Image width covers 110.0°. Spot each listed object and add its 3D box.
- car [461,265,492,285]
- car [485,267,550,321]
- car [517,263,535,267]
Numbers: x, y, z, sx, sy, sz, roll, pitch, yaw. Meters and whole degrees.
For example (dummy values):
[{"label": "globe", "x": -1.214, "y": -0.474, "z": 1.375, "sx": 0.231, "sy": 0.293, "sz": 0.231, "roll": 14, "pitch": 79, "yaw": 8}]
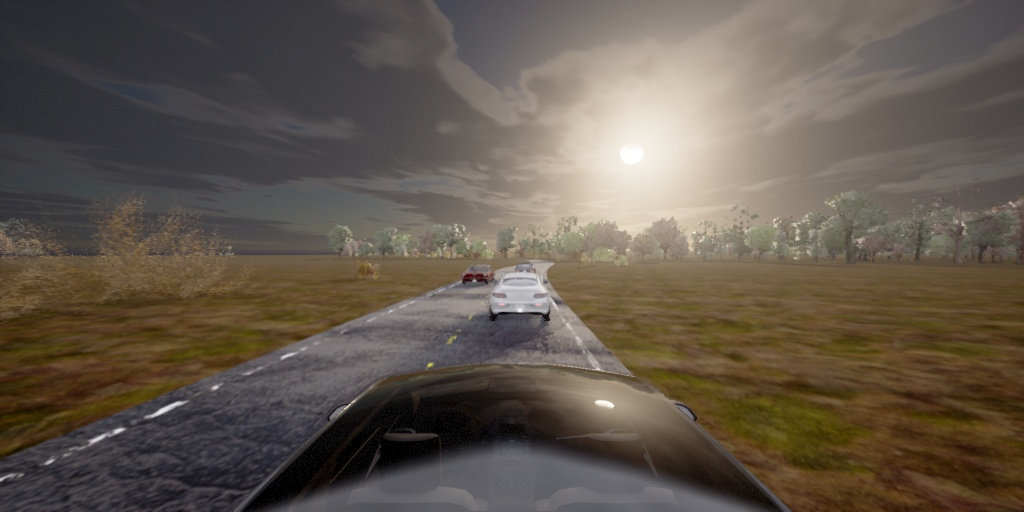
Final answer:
[{"label": "car", "x": -2.350, "y": 1.320, "z": 25.684, "sx": 1.895, "sy": 1.301, "sz": 4.718, "roll": 0, "pitch": 0, "yaw": 3}, {"label": "car", "x": 0.290, "y": 1.264, "z": 12.341, "sx": 1.812, "sy": 1.442, "sz": 4.674, "roll": 0, "pitch": 0, "yaw": 2}, {"label": "car", "x": 1.159, "y": 1.265, "z": 30.547, "sx": 2.033, "sy": 1.411, "sz": 5.357, "roll": 0, "pitch": 0, "yaw": 4}]
